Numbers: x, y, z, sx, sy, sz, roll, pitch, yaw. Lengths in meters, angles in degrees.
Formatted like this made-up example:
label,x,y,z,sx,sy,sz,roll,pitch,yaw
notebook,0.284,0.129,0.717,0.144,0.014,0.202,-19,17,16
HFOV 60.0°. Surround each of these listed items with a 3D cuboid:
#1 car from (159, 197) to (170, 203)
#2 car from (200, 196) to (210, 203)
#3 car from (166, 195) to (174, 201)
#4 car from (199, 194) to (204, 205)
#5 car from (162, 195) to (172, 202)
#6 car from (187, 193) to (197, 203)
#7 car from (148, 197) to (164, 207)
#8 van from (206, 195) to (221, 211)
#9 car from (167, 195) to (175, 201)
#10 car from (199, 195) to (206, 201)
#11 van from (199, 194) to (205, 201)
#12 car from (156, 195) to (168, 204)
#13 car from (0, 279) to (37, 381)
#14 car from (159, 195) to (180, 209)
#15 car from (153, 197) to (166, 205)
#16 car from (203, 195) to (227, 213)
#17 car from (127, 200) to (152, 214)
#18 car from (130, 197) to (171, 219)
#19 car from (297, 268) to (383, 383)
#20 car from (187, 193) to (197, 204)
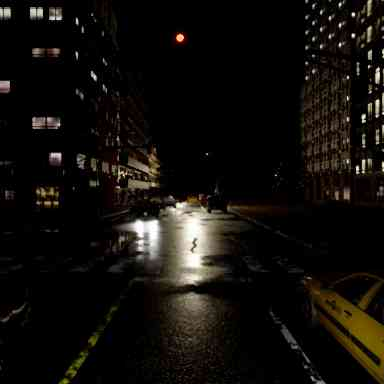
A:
label,x,y,z,sx,sy,sz,roll,pitch,yaw
car,-5.696,1.638,69.509,1.802,1.307,4.206,0,0,0
car,2.684,1.600,69.509,1.887,1.381,4.507,0,0,0
car,-5.697,1.611,85.918,1.752,1.417,4.829,0,0,0
car,2.683,1.353,58.455,2.192,1.841,5.009,0,0,0
car,-5.697,1.505,75.035,1.967,1.590,4.097,0,0,0
car,0.000,1.291,75.839,2.150,2.045,5.566,0,0,0
car,-5.695,1.580,52.928,2.008,1.369,4.403,0,0,0
van,2.684,1.357,41.875,1.690,1.788,3.998,0,0,0
car,-5.697,1.642,91.614,1.887,1.381,4.507,0,0,0
car,2.684,1.612,86.258,1.752,1.417,4.829,0,0,0
van,2.682,1.439,91.614,1.690,1.788,3.998,0,0,0
car,-5.697,1.487,63.982,1.967,1.590,4.097,0,0,0
car,-3.099,1.548,2.349,2.033,1.411,5.357,0,0,0
car,-3.100,1.569,46.732,2.033,1.411,5.357,0,0,0
car,-5.696,1.582,58.454,1.887,1.381,4.507,0,0,0
car,2.684,1.326,36.349,2.192,1.841,5.009,0,0,0
car,-5.694,1.562,36.348,2.008,1.369,4.403,0,0,0
car,-3.467,1.498,28.947,2.128,1.511,4.902,0,0,5
car,2.687,1.525,4.106,1.752,1.417,4.829,0,0,0
car,0.098,1.527,65.363,1.882,1.535,5.008,0,0,0
